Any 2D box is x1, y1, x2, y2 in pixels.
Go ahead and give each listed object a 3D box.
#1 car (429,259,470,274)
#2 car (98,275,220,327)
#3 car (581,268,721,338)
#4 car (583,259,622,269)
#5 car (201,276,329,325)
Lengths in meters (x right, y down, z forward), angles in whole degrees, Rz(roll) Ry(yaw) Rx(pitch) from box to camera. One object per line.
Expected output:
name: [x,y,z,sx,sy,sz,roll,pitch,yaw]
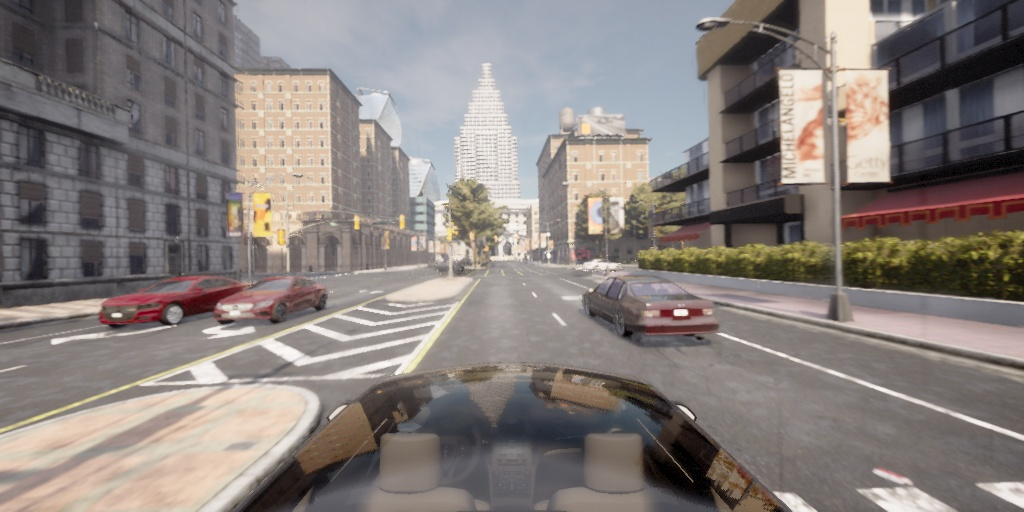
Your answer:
car: [-8.049,1.498,45.924,4.902,1.511,2.128,-1,0,45]
car: [-11.972,1.513,13.257,1.882,1.535,5.008,-1,0,-2]
car: [3.400,1.237,9.984,2.033,1.411,5.357,-1,0,-3]
car: [10.796,1.109,42.797,4.674,1.442,1.812,-1,-1,-16]
car: [-8.465,1.483,13.163,1.812,1.442,4.674,-1,0,-2]
